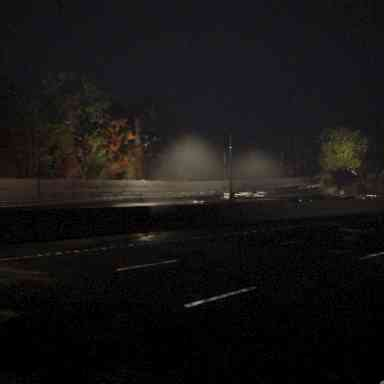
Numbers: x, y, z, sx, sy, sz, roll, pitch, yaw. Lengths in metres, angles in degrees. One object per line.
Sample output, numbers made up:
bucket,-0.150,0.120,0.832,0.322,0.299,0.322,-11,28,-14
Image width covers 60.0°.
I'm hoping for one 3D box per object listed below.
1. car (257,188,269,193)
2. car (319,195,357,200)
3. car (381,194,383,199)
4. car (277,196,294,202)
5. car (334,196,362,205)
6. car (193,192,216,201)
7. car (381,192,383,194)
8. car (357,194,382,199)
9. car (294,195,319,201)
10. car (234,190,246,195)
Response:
car,17.370,-0.248,81.253,1.882,1.535,5.008,0,3,32
car,18.193,1.377,41.337,4.674,1.442,1.812,0,0,-38
car,32.191,1.383,52.456,4.674,1.442,1.812,0,0,-38
car,13.817,1.334,46.794,4.674,1.442,1.812,0,0,-38
car,26.820,1.360,57.122,5.357,1.411,2.033,0,0,-38
car,2.168,0.699,54.246,2.033,1.411,5.357,0,1,28
car,39.163,1.012,66.973,5.566,2.045,2.150,0,0,-39
car,29.277,1.436,54.605,4.718,1.301,1.895,0,0,-38
car,16.126,1.181,44.161,4.553,1.767,2.097,0,0,-38
car,9.488,0.326,67.901,1.882,1.535,5.008,0,2,29
